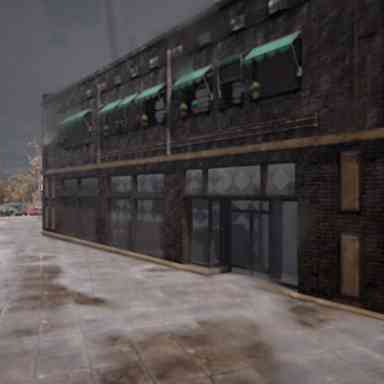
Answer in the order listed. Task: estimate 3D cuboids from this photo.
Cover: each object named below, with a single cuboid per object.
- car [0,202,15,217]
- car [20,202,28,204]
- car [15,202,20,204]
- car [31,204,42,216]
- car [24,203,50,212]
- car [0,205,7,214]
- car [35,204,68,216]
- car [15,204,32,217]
[{"bbox_3d":[-26.183,2.478,43.588,4.553,1.767,2.185,0,-3,18],"label":"car"},{"bbox_3d":[-23.701,2.813,51.566,4.553,1.767,2.185,0,-2,18],"label":"car"},{"bbox_3d":[-34.497,3.088,60.673,5.008,1.535,2.097,0,-2,18],"label":"car"},{"bbox_3d":[-24.549,2.864,48.906,4.792,1.488,2.163,0,-2,18],"label":"car"},{"bbox_3d":[-31.975,3.171,68.655,4.553,1.767,2.185,0,-1,18],"label":"car"},{"bbox_3d":[-35.163,2.999,57.959,5.366,1.575,1.946,0,-2,18],"label":"car"},{"bbox_3d":[-22.856,2.906,54.213,4.553,1.767,2.185,0,-2,18],"label":"car"},{"bbox_3d":[-25.341,2.753,46.235,4.792,1.488,2.163,0,-2,18],"label":"car"}]
